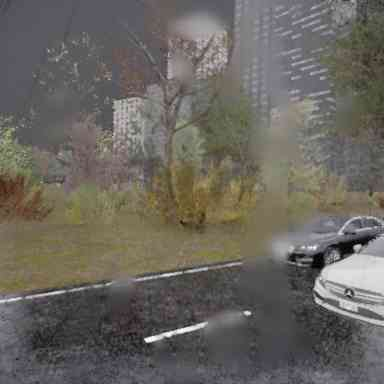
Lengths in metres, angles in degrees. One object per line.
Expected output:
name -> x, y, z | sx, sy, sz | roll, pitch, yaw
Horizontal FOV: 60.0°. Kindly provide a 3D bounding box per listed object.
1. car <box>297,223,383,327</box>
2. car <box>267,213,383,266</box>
car -> 4.389, 1.484, 6.448 | 4.674, 1.442, 1.812 | -1, 0, -33
car -> 4.497, 1.437, 10.420 | 4.902, 1.511, 2.128 | 0, 0, -33
